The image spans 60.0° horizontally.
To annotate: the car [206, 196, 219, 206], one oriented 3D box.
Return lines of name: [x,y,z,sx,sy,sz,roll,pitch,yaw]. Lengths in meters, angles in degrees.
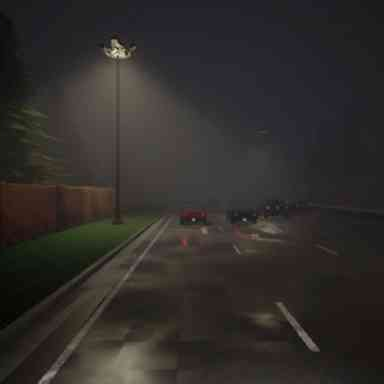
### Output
car: [3.508,1.521,55.671,1.837,1.490,4.892,0,0,0]

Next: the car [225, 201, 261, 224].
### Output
car: [3.603,1.608,25.003,1.895,1.301,4.718,0,0,0]

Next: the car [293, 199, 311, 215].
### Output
car: [10.605,1.500,34.130,2.128,1.511,4.902,0,0,0]

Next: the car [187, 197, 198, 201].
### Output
car: [0.008,1.542,56.088,1.812,1.442,4.674,0,0,0]

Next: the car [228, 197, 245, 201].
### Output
car: [7.008,1.564,55.671,2.033,1.411,5.357,0,0,0]

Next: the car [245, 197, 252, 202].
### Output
car: [10.544,1.581,63.823,1.994,1.385,4.181,0,0,1]

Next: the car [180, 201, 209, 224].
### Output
car: [0.104,1.608,24.995,1.895,1.301,4.718,0,0,0]

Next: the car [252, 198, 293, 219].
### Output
car: [7.105,1.360,29.730,2.097,1.767,4.553,0,0,0]
